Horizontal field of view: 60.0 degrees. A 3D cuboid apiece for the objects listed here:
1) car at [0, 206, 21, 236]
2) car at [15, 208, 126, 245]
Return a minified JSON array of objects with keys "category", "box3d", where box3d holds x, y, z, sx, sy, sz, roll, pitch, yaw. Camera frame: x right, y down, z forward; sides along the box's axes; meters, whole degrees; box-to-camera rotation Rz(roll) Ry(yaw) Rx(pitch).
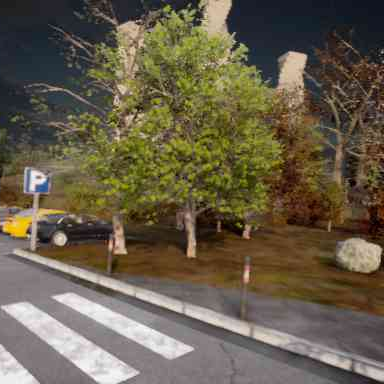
[{"category":"car","box3d":[-7.558,1.737,18.320,2.097,1.535,5.008,0,-2,43]},{"category":"car","box3d":[-5.553,1.744,16.430,2.231,1.521,4.892,0,-2,43]}]
